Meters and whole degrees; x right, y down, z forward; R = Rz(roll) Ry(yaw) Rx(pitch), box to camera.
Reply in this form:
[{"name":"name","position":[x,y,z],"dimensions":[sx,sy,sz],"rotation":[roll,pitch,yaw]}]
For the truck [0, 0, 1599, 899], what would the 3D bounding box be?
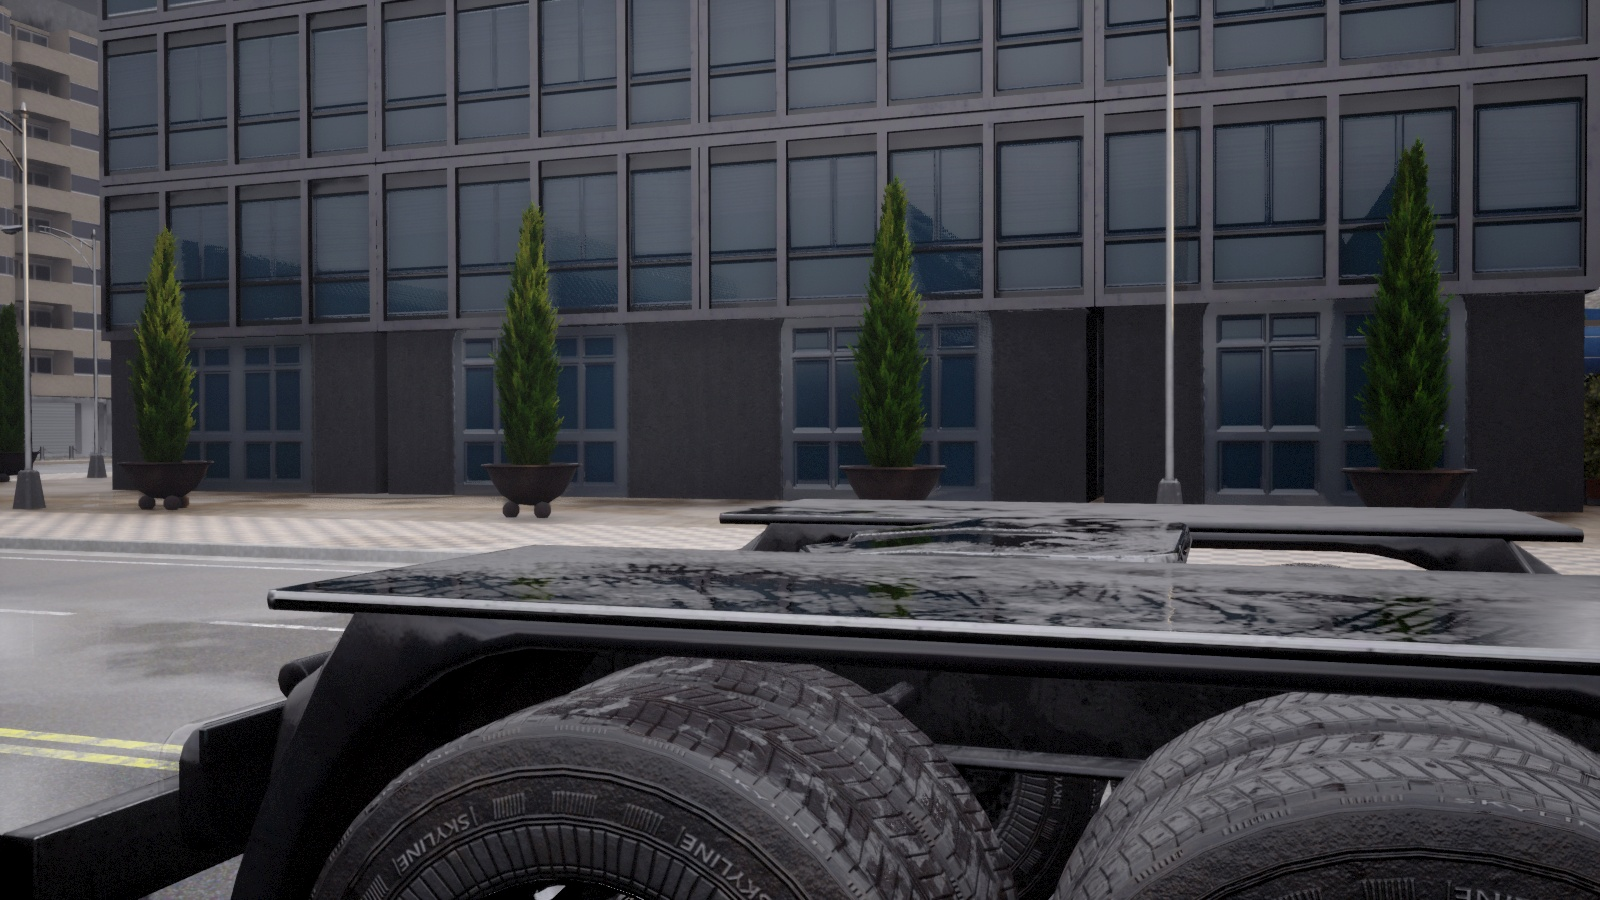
[{"name":"truck","position":[2.642,-0.182,2.289],"dimensions":[7.936,3.462,2.891],"rotation":[1,1,19]}]
